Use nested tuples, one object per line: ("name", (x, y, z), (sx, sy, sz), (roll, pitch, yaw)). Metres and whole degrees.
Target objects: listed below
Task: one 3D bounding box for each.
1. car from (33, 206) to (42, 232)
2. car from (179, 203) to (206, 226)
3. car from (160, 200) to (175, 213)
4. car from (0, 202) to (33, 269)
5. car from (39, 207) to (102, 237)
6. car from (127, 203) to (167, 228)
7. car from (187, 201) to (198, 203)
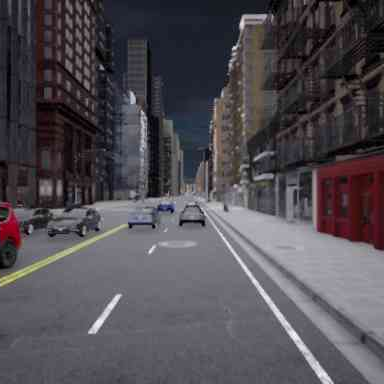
("car", (-9.758, 1.653, 19.749), (1.837, 1.490, 4.892), (0, 0, 0))
("car", (0.031, 1.752, 25.307), (1.994, 1.385, 4.181), (0, 0, 1))
("car", (-3.184, 1.788, 41.663), (1.882, 1.535, 5.008), (0, 0, 0))
("car", (-6.598, 1.288, 8.573), (2.150, 2.045, 5.566), (0, -1, 0))
("car", (-6.562, 1.646, 19.065), (1.837, 1.490, 4.892), (0, 0, 0))
("car", (-3.232, 1.721, 23.419), (2.033, 1.411, 5.357), (0, 0, 0))
("car", (0.064, 1.837, 41.778), (1.812, 1.442, 4.674), (0, 0, 0))
